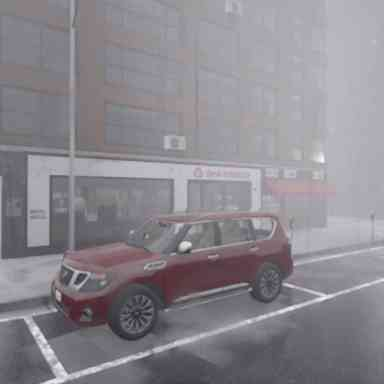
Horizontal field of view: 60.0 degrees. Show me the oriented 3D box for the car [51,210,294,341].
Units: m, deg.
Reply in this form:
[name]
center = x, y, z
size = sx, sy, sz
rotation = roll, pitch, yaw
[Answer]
[car]
center = -0.068, 1.331, 6.722
size = 5.009, 1.841, 2.192
rotation = 0, 0, -36
